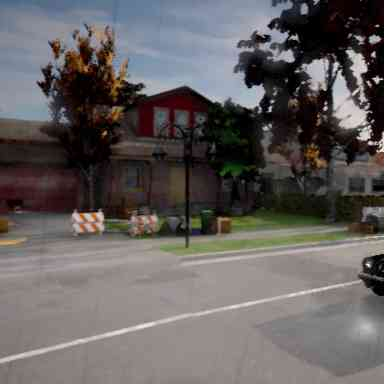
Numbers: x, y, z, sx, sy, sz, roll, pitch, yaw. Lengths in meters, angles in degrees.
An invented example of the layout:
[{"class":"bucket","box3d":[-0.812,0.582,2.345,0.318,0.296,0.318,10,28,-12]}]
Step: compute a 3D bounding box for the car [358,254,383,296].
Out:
[{"class":"car","box3d":[5.798,1.572,7.132,4.718,1.301,1.895,0,1,-29]}]
